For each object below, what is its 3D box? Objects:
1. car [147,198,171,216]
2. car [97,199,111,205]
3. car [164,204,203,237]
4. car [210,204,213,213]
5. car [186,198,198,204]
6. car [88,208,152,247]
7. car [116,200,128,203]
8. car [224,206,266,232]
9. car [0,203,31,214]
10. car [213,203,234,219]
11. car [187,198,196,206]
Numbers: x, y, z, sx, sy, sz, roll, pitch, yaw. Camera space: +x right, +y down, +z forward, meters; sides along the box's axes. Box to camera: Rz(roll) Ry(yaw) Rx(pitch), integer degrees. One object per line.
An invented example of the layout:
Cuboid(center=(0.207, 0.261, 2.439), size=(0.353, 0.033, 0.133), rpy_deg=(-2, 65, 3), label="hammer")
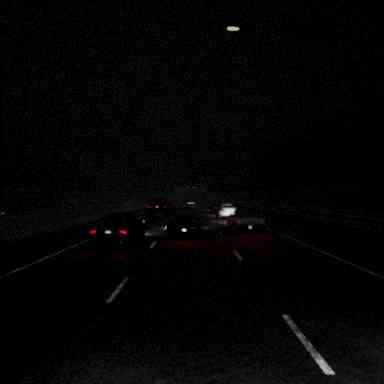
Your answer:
Cuboid(center=(-3.468, 1.615, 35.658), size=(2.150, 2.045, 5.566), rpy_deg=(0, -1, 0), label="car")
Cuboid(center=(-17.628, 2.112, 66.629), size=(1.882, 1.535, 5.008), rpy_deg=(0, -1, 0), label="car")
Cuboid(center=(-0.409, 1.717, 19.636), size=(1.837, 1.490, 4.892), rpy_deg=(-1, 0, 0), label="car")
Cuboid(center=(3.416, 2.094, 43.953), size=(1.895, 1.301, 4.718), rpy_deg=(0, -1, 0), label="car")
Cuboid(center=(-0.057, 2.198, 60.626), size=(2.128, 1.511, 4.902), rpy_deg=(0, -1, 0), label="car")
Cuboid(center=(-3.430, 1.719, 16.059), size=(2.033, 1.411, 5.357), rpy_deg=(0, -1, 0), label="car")
Cuboid(center=(-14.130, 2.256, 67.501), size=(2.033, 1.411, 5.357), rpy_deg=(0, -1, 0), label="car")
Cuboid(center=(3.459, 1.837, 21.949), size=(1.895, 1.301, 4.718), rpy_deg=(0, -1, 0), label="car")
Cuboid(center=(-14.147, 1.628, 25.403), size=(2.097, 1.767, 4.553), rpy_deg=(0, -1, 0), label="car")
Cuboid(center=(3.437, 1.887, 32.922), size=(1.812, 1.442, 4.674), rpy_deg=(0, -1, 0), label="car")
Cuboid(center=(-0.146, 2.250, 75.782), size=(2.097, 1.767, 4.553), rpy_deg=(0, -1, 0), label="car")
